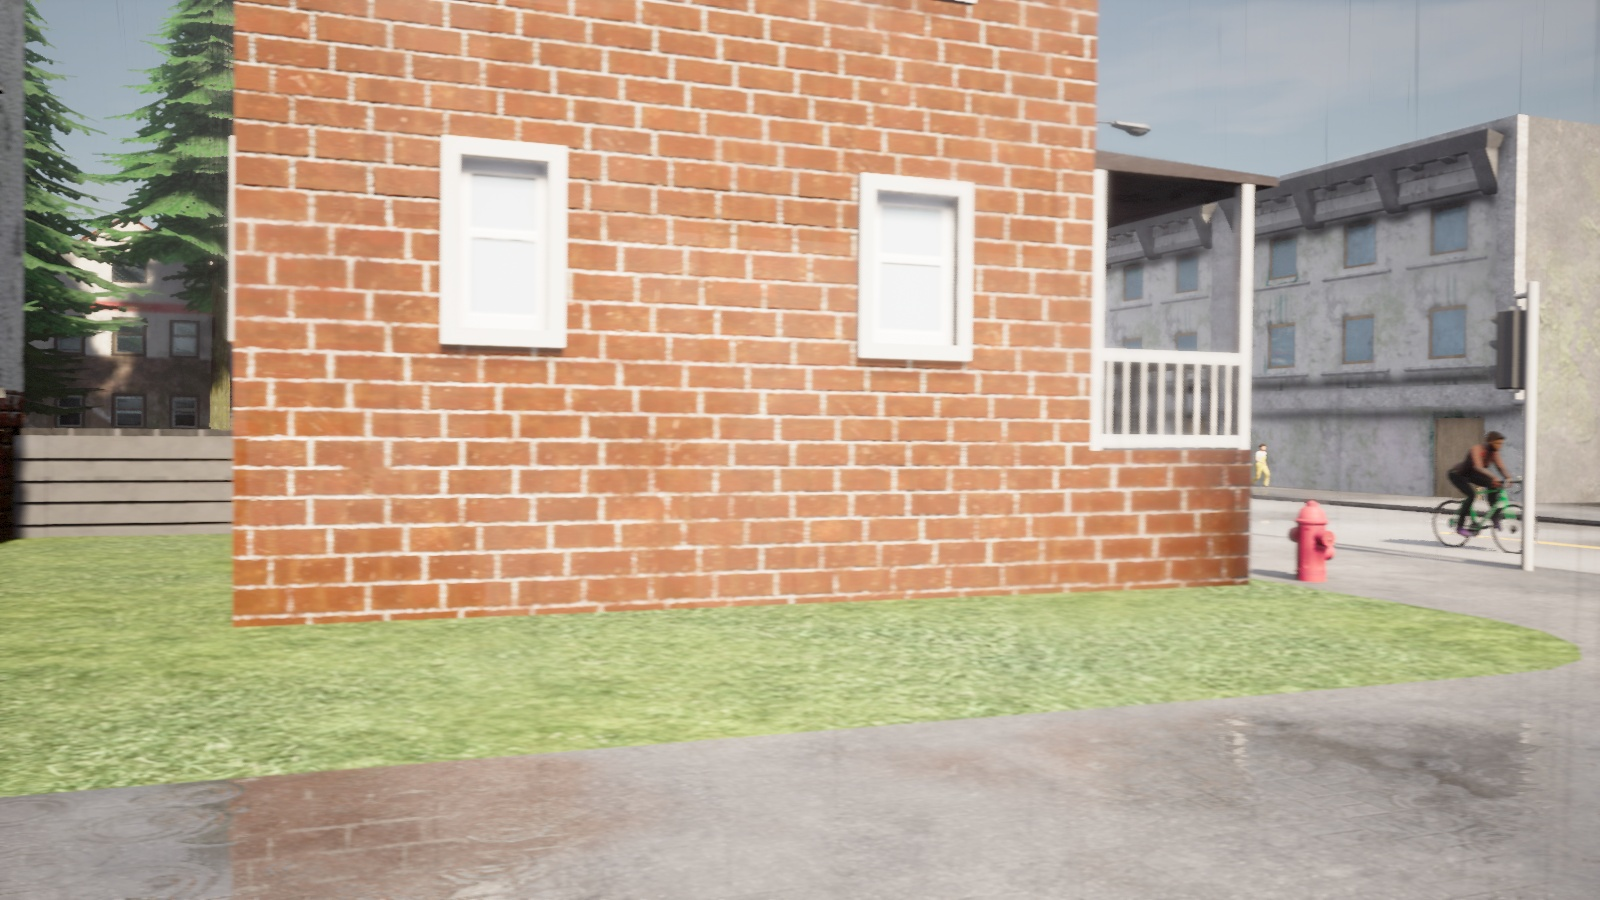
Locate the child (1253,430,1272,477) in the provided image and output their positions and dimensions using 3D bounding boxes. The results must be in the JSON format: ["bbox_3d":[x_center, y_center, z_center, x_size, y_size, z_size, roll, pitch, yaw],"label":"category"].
[{"bbox_3d":[12.564,0.095,34.136,0.270,1.263,0.437,-1,1,-20],"label":"child"}]

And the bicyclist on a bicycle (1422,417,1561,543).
[{"bbox_3d":[9.325,0.372,16.999,0.582,1.620,1.656,-1,1,-21],"label":"bicyclist on a bicycle"}]
